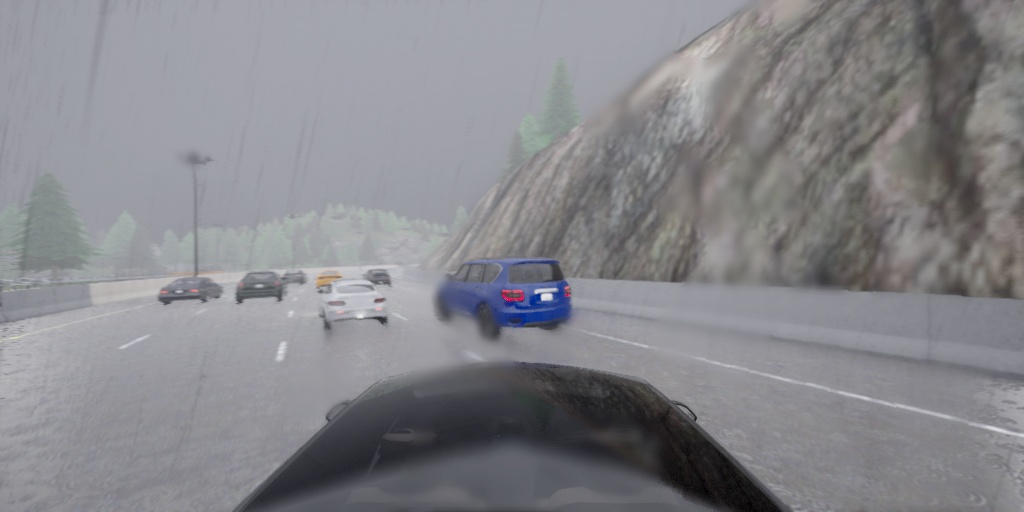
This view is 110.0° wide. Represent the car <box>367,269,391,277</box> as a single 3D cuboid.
[{"bbox_3d":[-11.333,1.850,30.062,1.837,1.490,4.892,-1,-1,-27],"label":"car"}]

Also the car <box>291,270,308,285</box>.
[{"bbox_3d":[-22.069,2.154,36.540,2.128,1.511,4.902,-1,-1,-24],"label":"car"}]

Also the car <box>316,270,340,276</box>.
[{"bbox_3d":[-14.965,1.897,29.508,1.882,1.535,5.008,-1,-1,-27],"label":"car"}]

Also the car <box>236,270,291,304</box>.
[{"bbox_3d":[-14.361,1.651,20.781,2.097,1.767,4.553,-1,-1,-29],"label":"car"}]

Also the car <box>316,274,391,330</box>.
[{"bbox_3d":[-5.524,1.527,12.322,1.812,1.442,4.674,-1,-1,-30],"label":"car"}]

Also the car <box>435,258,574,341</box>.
[{"bbox_3d":[-0.529,1.094,10.690,2.150,2.045,5.566,-1,0,-30],"label":"car"}]

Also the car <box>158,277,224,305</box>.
[{"bbox_3d":[-18.248,1.931,20.583,2.033,1.411,5.357,-1,-1,-28],"label":"car"}]
